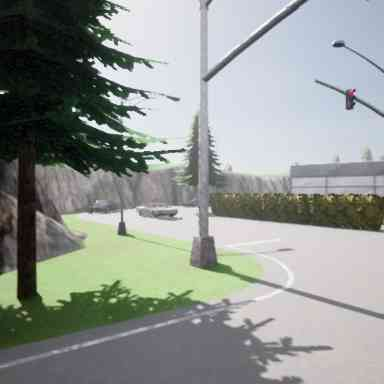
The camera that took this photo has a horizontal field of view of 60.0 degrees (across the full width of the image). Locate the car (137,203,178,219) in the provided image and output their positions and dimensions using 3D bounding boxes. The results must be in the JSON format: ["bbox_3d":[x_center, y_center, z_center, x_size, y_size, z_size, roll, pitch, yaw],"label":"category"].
[{"bbox_3d":[-3.197,1.596,29.473,1.895,1.301,4.718,0,0,-33],"label":"car"}]

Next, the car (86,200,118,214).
[{"bbox_3d":[-9.519,1.542,35.724,2.033,1.411,5.357,0,0,4],"label":"car"}]

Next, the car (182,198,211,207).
[{"bbox_3d":[0.992,1.601,50.173,5.357,1.411,2.033,0,0,-39],"label":"car"}]
